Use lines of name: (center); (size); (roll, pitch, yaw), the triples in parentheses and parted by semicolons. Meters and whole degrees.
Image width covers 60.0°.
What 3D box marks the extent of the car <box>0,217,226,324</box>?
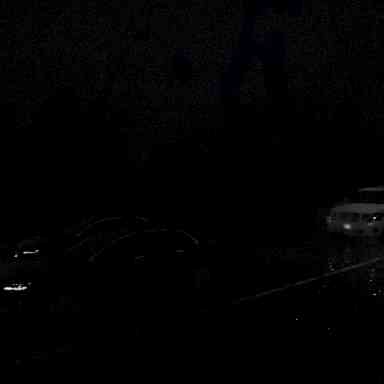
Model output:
car: (-1.474, 1.480, 7.231); (4.892, 1.490, 1.837); (0, 0, -36)

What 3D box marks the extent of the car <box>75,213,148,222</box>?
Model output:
car: (-2.857, 1.466, 10.541); (4.892, 1.490, 1.837); (-1, 1, -35)

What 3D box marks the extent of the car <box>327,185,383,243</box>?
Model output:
car: (7.987, 0.775, 13.924); (5.566, 2.045, 2.150); (-4, 2, -35)
